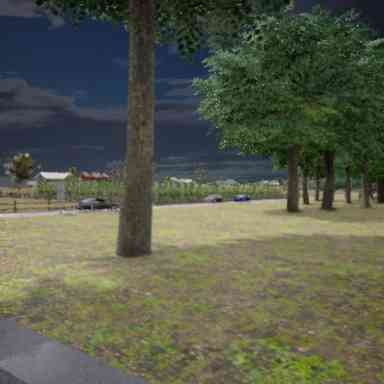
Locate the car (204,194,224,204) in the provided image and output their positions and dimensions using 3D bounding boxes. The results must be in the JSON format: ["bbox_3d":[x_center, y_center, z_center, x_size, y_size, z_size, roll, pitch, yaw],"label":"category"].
[{"bbox_3d":[4.076,1.218,62.175,2.097,1.767,4.553,-1,0,35],"label":"car"}]

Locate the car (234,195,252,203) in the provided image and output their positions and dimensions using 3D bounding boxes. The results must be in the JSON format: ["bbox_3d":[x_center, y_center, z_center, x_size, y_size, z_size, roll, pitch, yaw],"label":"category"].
[{"bbox_3d":[10.085,1.290,65.807,1.882,1.535,5.008,-1,0,35],"label":"car"}]

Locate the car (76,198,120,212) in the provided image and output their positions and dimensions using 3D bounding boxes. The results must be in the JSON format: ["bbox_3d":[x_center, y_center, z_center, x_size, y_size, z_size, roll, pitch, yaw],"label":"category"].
[{"bbox_3d":[-10.471,1.375,36.461,1.812,1.442,4.674,-1,-1,35],"label":"car"}]

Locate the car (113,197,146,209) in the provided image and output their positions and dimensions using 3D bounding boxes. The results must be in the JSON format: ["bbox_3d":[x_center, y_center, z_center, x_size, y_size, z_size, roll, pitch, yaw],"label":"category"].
[{"bbox_3d":[-8.325,1.456,44.634,1.994,1.385,4.181,-1,-1,35],"label":"car"}]
